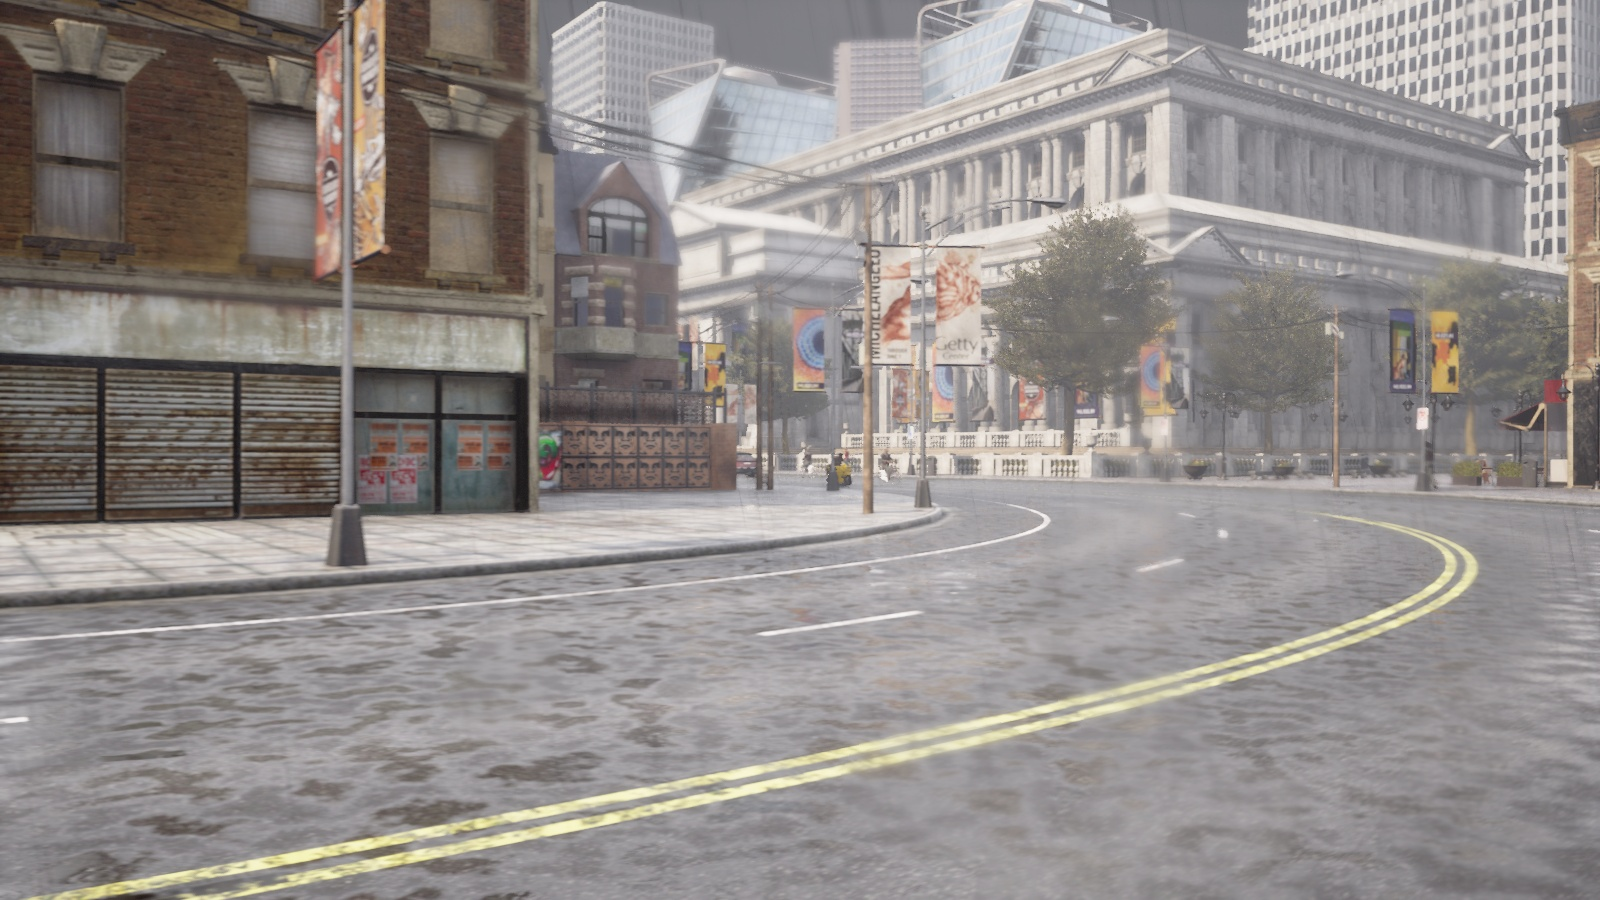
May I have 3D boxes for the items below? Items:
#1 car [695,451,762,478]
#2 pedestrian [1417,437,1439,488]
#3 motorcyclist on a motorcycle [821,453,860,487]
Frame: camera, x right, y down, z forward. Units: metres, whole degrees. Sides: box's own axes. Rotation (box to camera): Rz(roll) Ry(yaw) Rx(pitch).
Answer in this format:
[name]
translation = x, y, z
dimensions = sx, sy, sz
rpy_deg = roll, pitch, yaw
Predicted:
[car]
translation = -4.537, 0.911, 79.107
dimensions = 2.033, 1.649, 4.856
rpy_deg = 0, 0, -34
[pedestrian]
translation = 23.952, 0.480, 47.900
dimensions = 0.402, 1.930, 0.666
rpy_deg = 0, 0, -17
[motorcyclist on a motorcycle]
translation = 1.829, 0.884, 56.912
dimensions = 0.797, 1.523, 2.044
rpy_deg = 0, 0, -31
